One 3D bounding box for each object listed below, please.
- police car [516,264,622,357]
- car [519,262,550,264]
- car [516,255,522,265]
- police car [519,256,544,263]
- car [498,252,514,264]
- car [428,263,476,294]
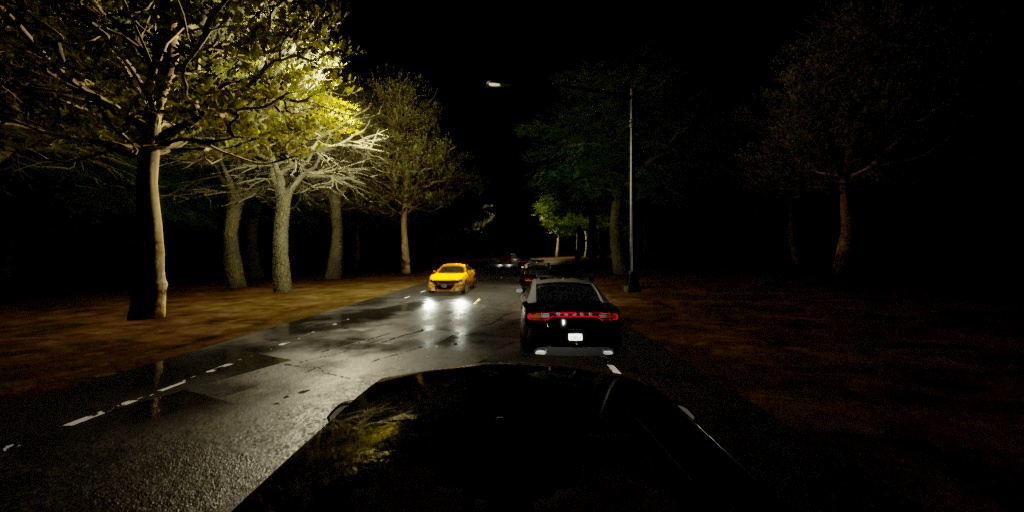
[{"bbox_3d":[1.123,1.166,8.670,1.930,1.638,5.238,0,0,1],"label":"police car"},{"bbox_3d":[1.399,1.215,18.498,1.812,1.442,4.674,0,0,2],"label":"car"},{"bbox_3d":[1.802,0.836,50.144,1.837,1.490,4.892,0,1,2],"label":"car"},{"bbox_3d":[1.658,1.058,24.585,1.930,1.638,5.238,0,1,3],"label":"police car"},{"bbox_3d":[-1.241,0.360,63.486,2.150,2.045,5.566,0,1,3],"label":"car"},{"bbox_3d":[-3.184,1.160,19.826,1.882,1.535,5.008,0,0,2],"label":"car"}]
